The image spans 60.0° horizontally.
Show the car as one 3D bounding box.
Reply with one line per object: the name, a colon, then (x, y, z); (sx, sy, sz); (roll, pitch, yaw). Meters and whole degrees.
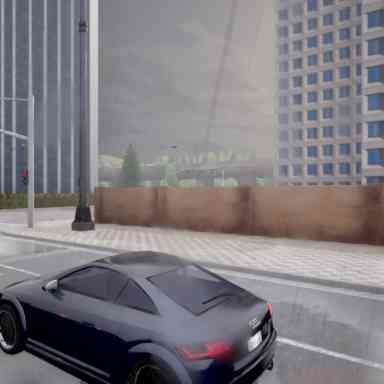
car: (-0.977, 1.564, 4.700); (4.181, 1.385, 1.994); (0, 0, 35)
